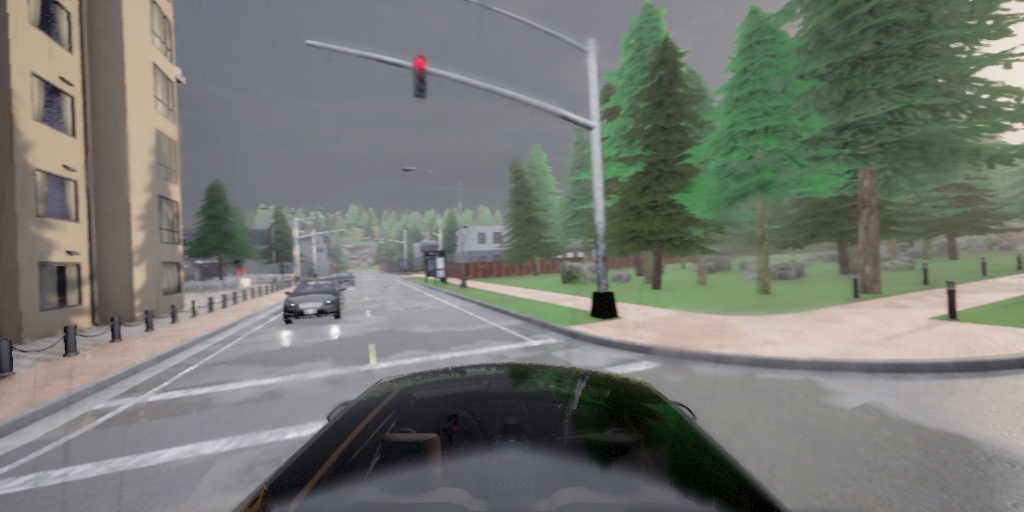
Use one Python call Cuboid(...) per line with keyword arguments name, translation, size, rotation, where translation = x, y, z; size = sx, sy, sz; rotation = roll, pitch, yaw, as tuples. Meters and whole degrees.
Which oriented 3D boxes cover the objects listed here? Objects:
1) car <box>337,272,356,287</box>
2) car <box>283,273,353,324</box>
Cuboid(name="car", translation=(-15.991, 2.231, 34.331), size=(2.033, 1.411, 5.357), rotation=(-3, 0, -22))
Cuboid(name="car", translation=(-7.824, 1.682, 14.494), size=(2.128, 1.511, 4.902), rotation=(-3, 0, -23))
